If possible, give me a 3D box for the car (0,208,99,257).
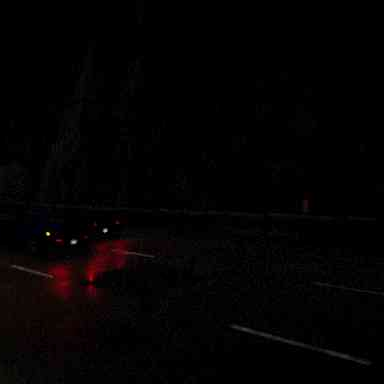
[{"bbox_3d":[-5.807,1.429,12.421,4.674,1.442,1.812,1,1,36],"label":"car"}]

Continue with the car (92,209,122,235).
[{"bbox_3d":[-5.822,1.476,16.741,4.718,1.301,1.895,1,0,36],"label":"car"}]
